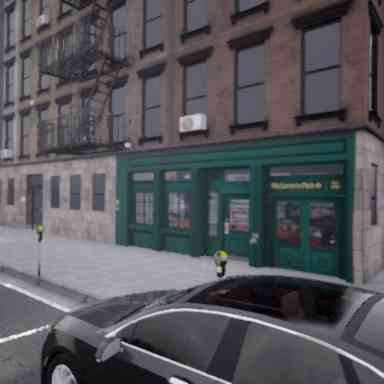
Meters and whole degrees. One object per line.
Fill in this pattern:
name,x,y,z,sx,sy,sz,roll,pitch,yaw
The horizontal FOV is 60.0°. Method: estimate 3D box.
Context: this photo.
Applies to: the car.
car,0.513,1.533,2.907,4.892,1.490,1.837,0,0,39
